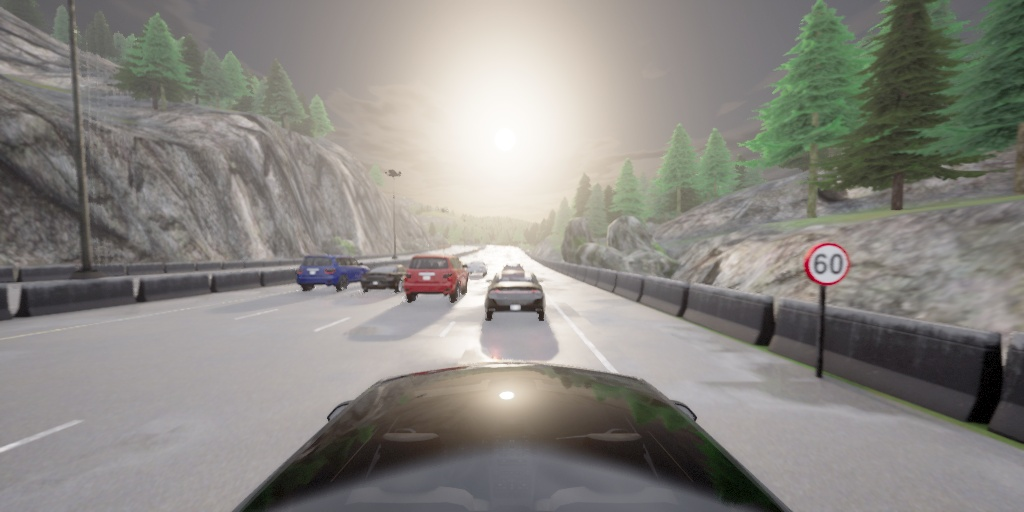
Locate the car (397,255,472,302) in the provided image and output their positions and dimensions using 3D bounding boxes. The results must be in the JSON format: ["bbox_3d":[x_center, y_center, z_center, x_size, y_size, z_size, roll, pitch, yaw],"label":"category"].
[{"bbox_3d":[-3.400,0.964,16.982,2.150,2.045,5.566,0,0,0],"label":"car"}]

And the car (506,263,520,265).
[{"bbox_3d":[0.100,1.246,31.077,1.994,1.385,4.181,0,0,0],"label":"car"}]

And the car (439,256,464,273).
[{"bbox_3d":[-6.899,0.945,41.284,2.097,1.767,4.553,0,1,0],"label":"car"}]

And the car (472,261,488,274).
[{"bbox_3d":[-3.399,1.176,35.344,1.812,1.442,4.674,0,0,0],"label":"car"}]

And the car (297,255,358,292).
[{"bbox_3d":[-10.400,0.954,21.392,2.150,2.045,5.566,0,0,0],"label":"car"}]

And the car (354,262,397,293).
[{"bbox_3d":[-6.899,1.212,20.612,1.882,1.535,5.008,0,0,0],"label":"car"}]

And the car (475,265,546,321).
[{"bbox_3d":[0.100,1.239,12.544,2.128,1.511,4.902,0,0,0],"label":"car"}]
